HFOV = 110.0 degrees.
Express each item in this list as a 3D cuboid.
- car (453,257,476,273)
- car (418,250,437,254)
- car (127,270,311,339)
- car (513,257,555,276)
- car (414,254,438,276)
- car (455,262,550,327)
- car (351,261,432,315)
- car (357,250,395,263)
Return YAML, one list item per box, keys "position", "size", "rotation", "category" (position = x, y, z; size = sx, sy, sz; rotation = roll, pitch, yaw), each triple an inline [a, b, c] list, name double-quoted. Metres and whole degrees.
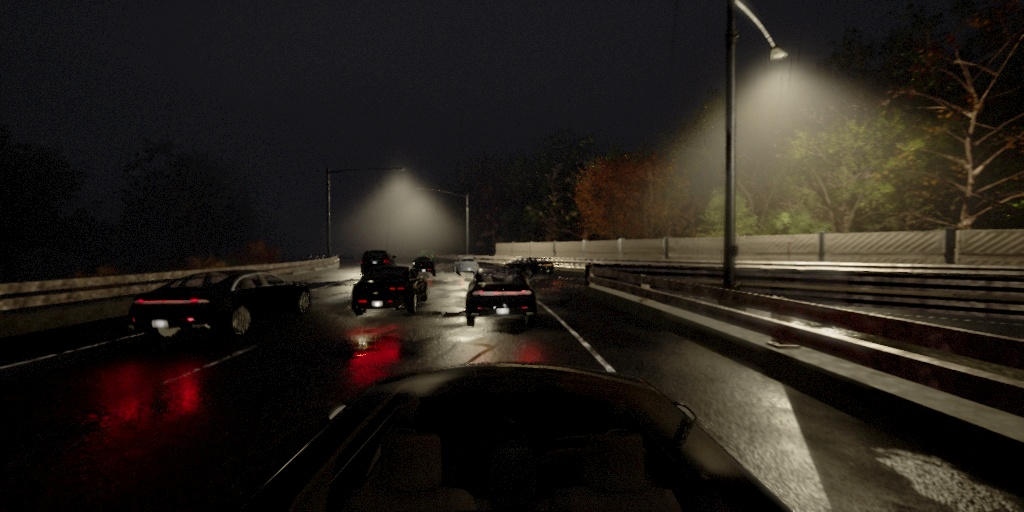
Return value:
- position: [-3.948, 0.805, 30.478]
  size: [1.812, 1.442, 4.674]
  rotation: [0, 1, -15]
  category: "car"
- position: [-12.463, 0.139, 52.693]
  size: [2.150, 2.045, 5.566]
  rotation: [0, 1, -27]
  category: "car"
- position: [-7.326, 1.123, 9.700]
  size: [2.128, 1.511, 4.902]
  rotation: [0, 1, -4]
  category: "car"
- position: [1.138, 0.820, 26.987]
  size: [2.128, 1.511, 4.902]
  rotation: [-1, 1, -34]
  category: "car"
- position: [-7.324, 0.806, 29.592]
  size: [1.837, 1.490, 4.892]
  rotation: [0, 1, -15]
  category: "car"
- position: [-0.428, 1.085, 10.960]
  size: [2.128, 1.511, 4.902]
  rotation: [0, 0, -5]
  category: "car"
- position: [-4.124, 1.080, 12.678]
  size: [1.837, 1.490, 4.892]
  rotation: [0, 1, -6]
  category: "car"
- position: [-10.672, 0.543, 28.714]
  size: [2.150, 2.045, 5.566]
  rotation: [0, 1, -14]
  category: "car"
